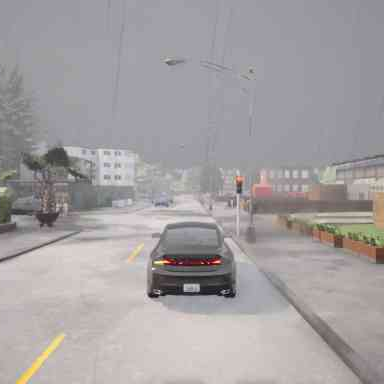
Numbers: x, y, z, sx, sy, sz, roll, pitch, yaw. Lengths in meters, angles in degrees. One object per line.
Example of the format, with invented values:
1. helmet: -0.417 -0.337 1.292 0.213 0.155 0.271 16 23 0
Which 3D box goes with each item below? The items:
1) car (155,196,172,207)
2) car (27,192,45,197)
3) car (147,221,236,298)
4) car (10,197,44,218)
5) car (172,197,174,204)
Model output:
1. car: -4.519 1.478 50.663 1.882 1.535 5.008 0 0 0
2. car: -20.111 0.986 42.178 1.905 1.878 3.866 0 0 35
3. car: -0.008 1.505 8.495 1.837 1.490 4.892 0 0 0
4. car: -15.388 1.492 30.029 4.902 1.511 2.128 0 0 1
5. car: -4.587 1.478 64.037 1.882 1.535 5.008 0 0 0
